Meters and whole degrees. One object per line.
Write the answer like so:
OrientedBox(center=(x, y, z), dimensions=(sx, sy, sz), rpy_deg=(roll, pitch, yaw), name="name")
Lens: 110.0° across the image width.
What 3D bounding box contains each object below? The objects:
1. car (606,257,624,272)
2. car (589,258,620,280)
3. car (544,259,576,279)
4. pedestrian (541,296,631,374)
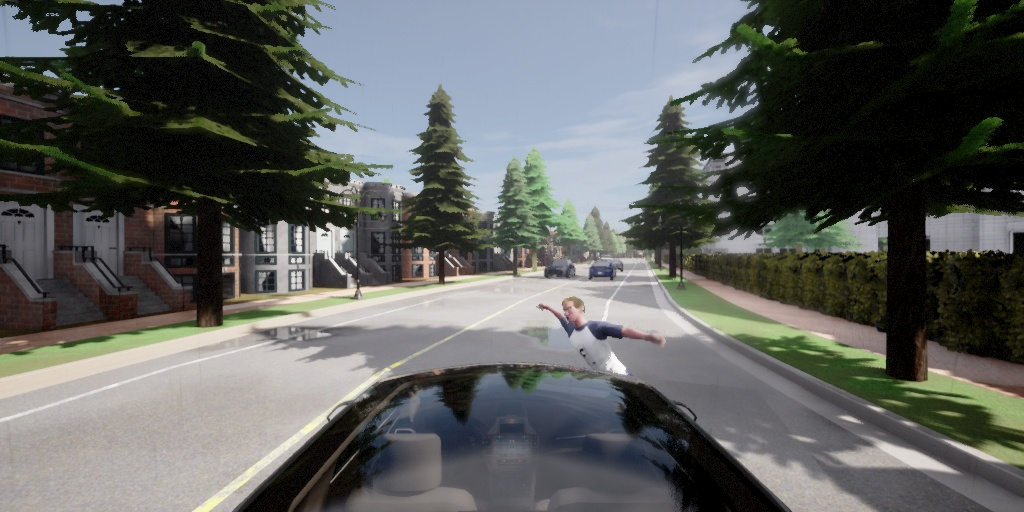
OrientedBox(center=(12.535, 1.184, 43.411), dimensions=(2.033, 1.411, 5.357), rpy_deg=(0, 0, 19), name="car")
OrientedBox(center=(7.688, 1.152, 30.141), dimensions=(1.882, 1.535, 5.008), rpy_deg=(0, 0, 20), name="car")
OrientedBox(center=(4.273, 1.031, 31.547), dimensions=(2.097, 1.767, 4.553), rpy_deg=(0, 0, 20), name="car")
OrientedBox(center=(1.010, 1.176, 3.439), dimensions=(0.375, 1.860, 0.375), rpy_deg=(-32, -3, -27), name="pedestrian")
